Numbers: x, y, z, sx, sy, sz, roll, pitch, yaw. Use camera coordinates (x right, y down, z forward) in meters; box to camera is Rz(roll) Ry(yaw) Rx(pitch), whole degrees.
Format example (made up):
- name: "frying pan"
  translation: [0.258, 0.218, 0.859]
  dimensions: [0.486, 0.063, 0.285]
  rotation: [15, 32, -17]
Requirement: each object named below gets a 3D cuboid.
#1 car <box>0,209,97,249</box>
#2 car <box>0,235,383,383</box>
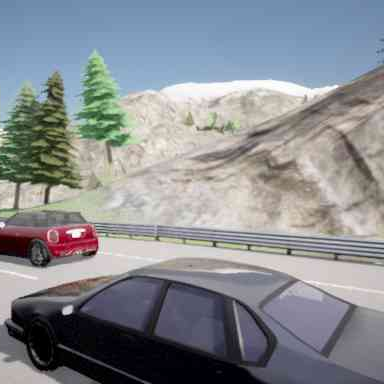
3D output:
- name: "car"
  translation: [-5.471, 1.395, 11.710]
  dimensions: [4.553, 1.767, 2.097]
  rotation: [-1, 0, 32]
- name: "car"
  translation: [-0.050, 1.549, 3.974]
  dimensions: [5.357, 1.411, 2.033]
  rotation: [0, 0, 35]
